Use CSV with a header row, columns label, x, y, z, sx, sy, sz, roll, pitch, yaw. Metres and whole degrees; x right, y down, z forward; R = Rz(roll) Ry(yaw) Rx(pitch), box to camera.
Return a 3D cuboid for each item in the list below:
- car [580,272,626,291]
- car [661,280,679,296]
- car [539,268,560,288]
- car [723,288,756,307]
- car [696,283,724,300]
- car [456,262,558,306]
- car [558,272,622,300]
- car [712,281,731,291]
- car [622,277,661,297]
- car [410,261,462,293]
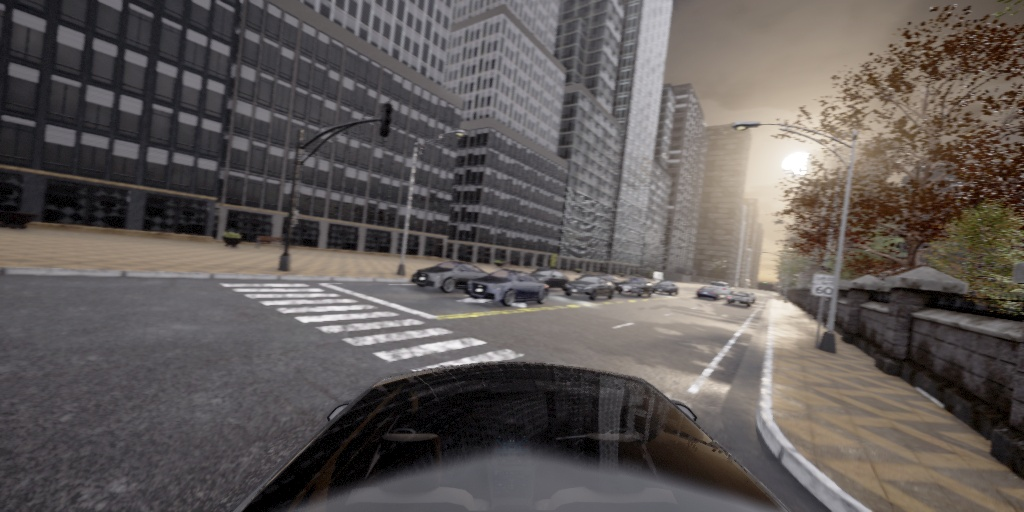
label,x,y,z,sx,sy,sz,roll,pitch,yaw
car,8.420,2.365,32.829,2.033,1.411,5.357,7,0,37
car,16.505,3.370,38.382,1.812,1.442,4.674,7,0,37
car,2.328,1.569,24.465,1.812,1.442,4.674,7,0,36
car,22.751,4.242,35.811,1.895,1.301,4.718,7,0,37
car,22.090,4.119,40.296,1.994,1.385,4.181,7,0,36
car,-0.100,1.300,15.639,1.994,1.385,4.181,7,0,36
car,5.037,1.914,22.693,1.812,1.442,4.674,7,0,36
car,28.077,4.538,48.479,2.150,2.045,5.566,7,0,36
car,10.444,2.566,30.103,2.128,1.511,4.902,7,0,36
car,-2.786,0.958,17.444,1.994,1.385,4.181,7,0,36
